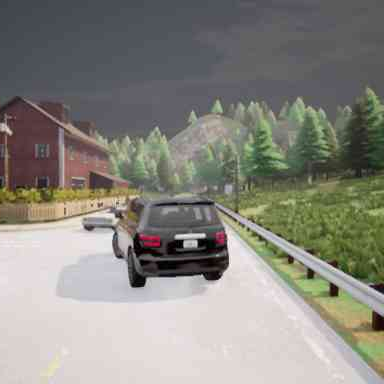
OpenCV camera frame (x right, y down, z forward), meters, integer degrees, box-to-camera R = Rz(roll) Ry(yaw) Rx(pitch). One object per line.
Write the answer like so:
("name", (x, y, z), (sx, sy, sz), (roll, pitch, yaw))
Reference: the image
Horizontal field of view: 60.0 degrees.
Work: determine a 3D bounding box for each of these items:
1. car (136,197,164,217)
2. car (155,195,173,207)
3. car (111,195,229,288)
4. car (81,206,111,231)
("car", (-3.608, 1.238, 29.458), (1.837, 1.490, 4.892), (0, 1, 0))
("car", (-3.589, 1.115, 43.089), (1.837, 1.490, 4.892), (0, 0, 0))
("car", (-0.866, 1.135, 9.350), (2.150, 2.045, 5.566), (0, 0, -18))
("car", (-4.340, 1.428, 19.042), (1.895, 1.301, 4.718), (0, 1, 13))
